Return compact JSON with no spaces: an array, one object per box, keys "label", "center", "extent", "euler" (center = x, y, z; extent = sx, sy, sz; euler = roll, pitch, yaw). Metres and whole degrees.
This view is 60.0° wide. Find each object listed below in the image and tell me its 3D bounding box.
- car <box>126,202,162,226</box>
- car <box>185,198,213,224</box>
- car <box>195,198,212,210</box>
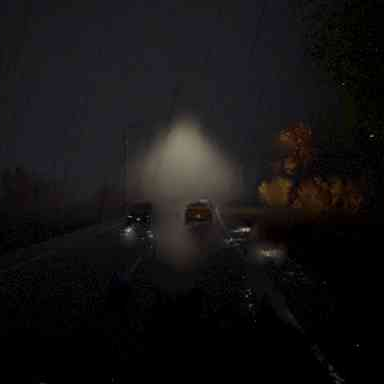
[{"label":"car","center":[-3.228,1.451,22.976],"extent":[1.837,1.490,4.892],"euler":[0,0,2]},{"label":"car","center":[0.526,1.421,24.321],"extent":[1.882,1.535,5.008],"euler":[0,0,2]},{"label":"car","center":[1.501,1.460,41.440],"extent":[1.994,1.385,4.181],"euler":[0,0,4]}]
